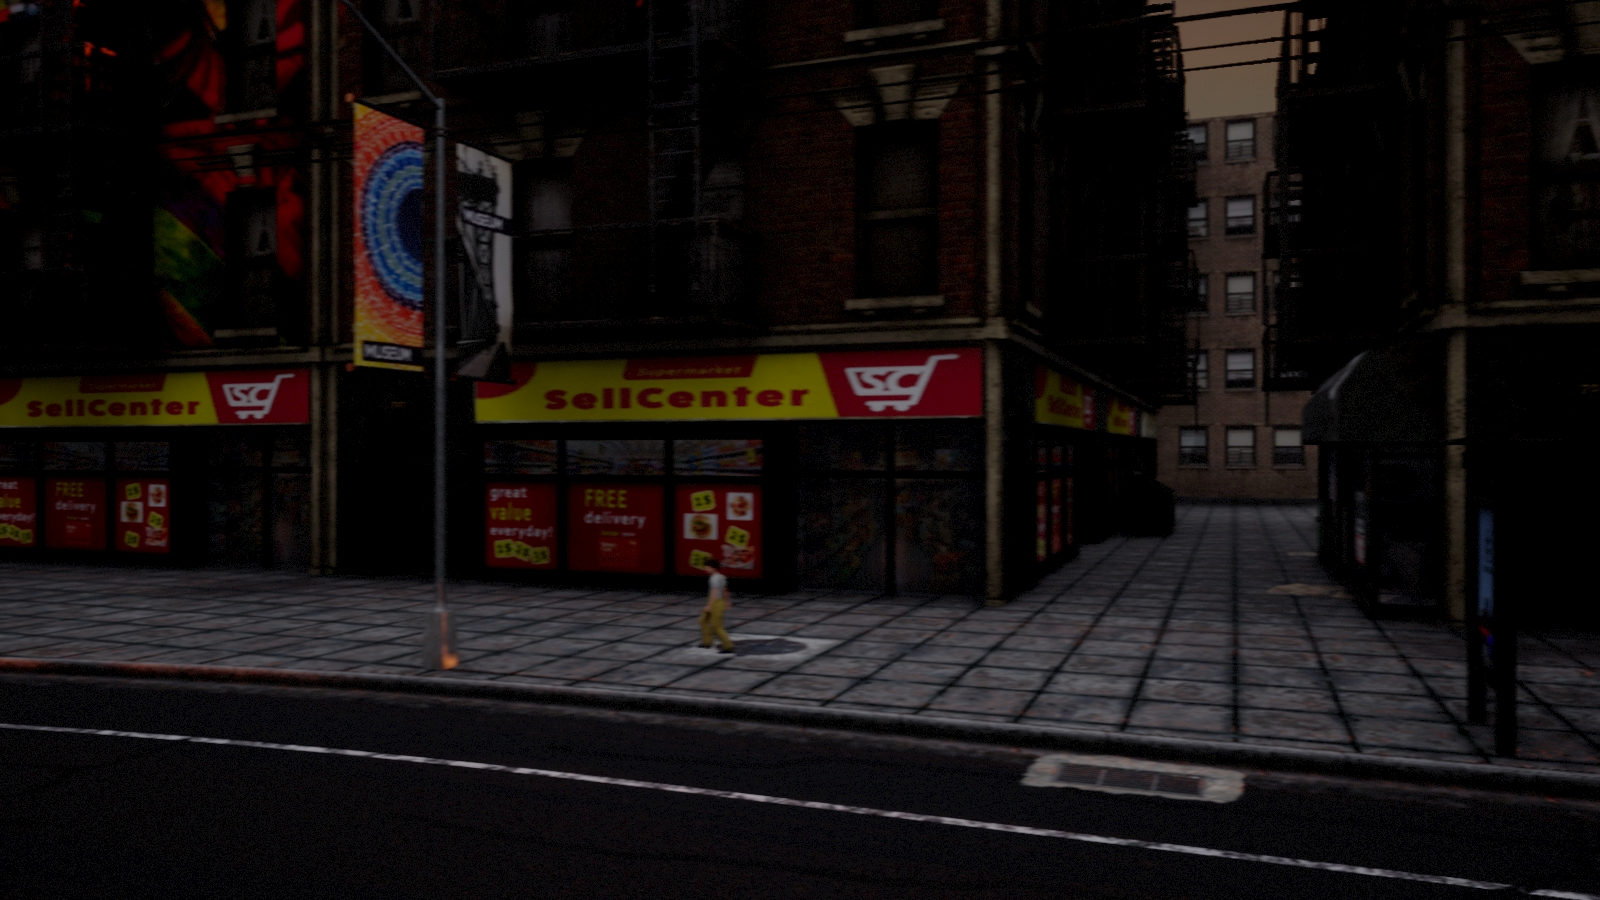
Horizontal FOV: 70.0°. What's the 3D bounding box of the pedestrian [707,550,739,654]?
[{"bbox_3d":[-0.995,1.972,14.871,0.375,1.300,0.375,0,0,3],"label":"pedestrian"}]
